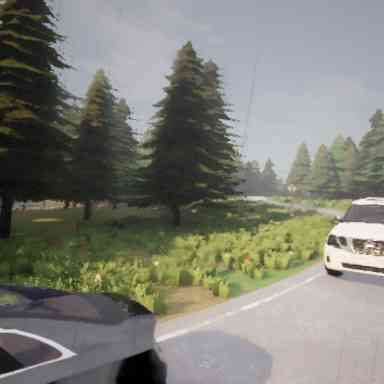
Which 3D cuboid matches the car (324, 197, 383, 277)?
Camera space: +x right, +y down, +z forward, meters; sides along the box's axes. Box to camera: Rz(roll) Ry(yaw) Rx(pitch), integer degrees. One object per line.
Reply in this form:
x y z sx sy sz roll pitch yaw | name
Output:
5.592 1.208 9.675 2.150 2.045 5.566 1 1 36 | car

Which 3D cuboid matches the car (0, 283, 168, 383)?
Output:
-2.459 1.514 2.109 4.902 1.511 2.128 0 0 -37 | car
